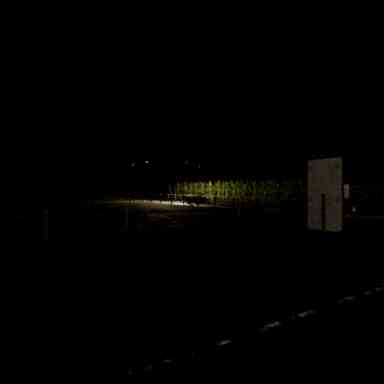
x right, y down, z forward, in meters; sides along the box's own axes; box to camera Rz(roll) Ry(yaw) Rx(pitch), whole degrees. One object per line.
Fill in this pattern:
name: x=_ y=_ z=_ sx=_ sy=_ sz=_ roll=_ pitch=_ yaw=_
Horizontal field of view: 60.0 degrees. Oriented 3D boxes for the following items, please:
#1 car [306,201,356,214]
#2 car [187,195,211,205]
car: x=13.449 y=1.344 z=32.364 sx=2.128 sy=1.511 sz=4.902 roll=0 pitch=0 yaw=-32
car: x=1.085 y=1.176 z=51.525 sx=2.128 sy=1.511 sz=4.902 roll=0 pitch=0 yaw=-32
